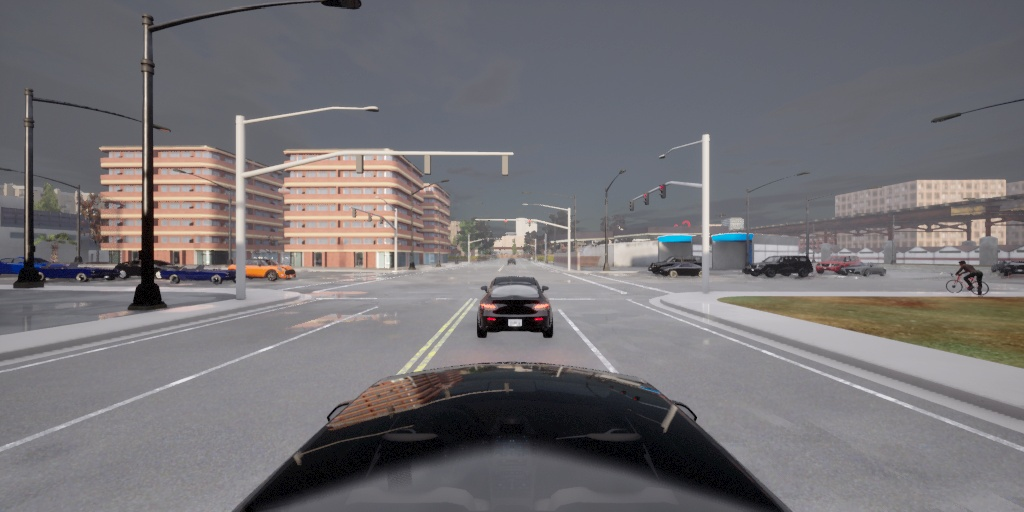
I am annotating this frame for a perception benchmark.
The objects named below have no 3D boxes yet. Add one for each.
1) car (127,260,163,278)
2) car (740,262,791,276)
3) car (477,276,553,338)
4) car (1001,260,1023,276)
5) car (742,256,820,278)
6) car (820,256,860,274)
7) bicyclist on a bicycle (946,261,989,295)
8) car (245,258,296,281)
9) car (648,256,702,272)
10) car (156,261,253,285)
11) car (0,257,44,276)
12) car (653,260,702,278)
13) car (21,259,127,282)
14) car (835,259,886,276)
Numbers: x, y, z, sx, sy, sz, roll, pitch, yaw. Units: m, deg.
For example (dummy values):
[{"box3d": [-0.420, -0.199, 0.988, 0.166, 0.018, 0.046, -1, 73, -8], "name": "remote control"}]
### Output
[{"box3d": [-28.234, 1.021, 28.172, 4.892, 1.490, 1.837, 1, 0, 1], "name": "car"}, {"box3d": [26.594, 1.314, 37.730, 4.181, 1.385, 1.994, 0, 0, -8], "name": "car"}, {"box3d": [0.075, 1.276, 10.056, 1.812, 1.442, 4.674, 0, 0, 0], "name": "car"}, {"box3d": [50.512, 1.228, 35.543, 5.008, 1.535, 1.882, 0, 0, -33], "name": "car"}, {"box3d": [25.459, 0.971, 34.071, 5.566, 2.045, 2.150, 0, 0, -5], "name": "car"}, {"box3d": [36.633, 0.971, 40.103, 5.566, 2.045, 2.150, 0, 0, -22], "name": "car"}, {"box3d": [21.913, 1.050, 17.291, 0.582, 1.620, 1.656, 0, 0, 0], "name": "bicyclist on a bicycle"}, {"box3d": [-19.458, 0.986, 28.007, 4.553, 1.767, 2.097, 1, 0, 1], "name": "car"}, {"box3d": [17.195, 0.971, 37.376, 5.566, 2.045, 2.150, 0, 0, 1], "name": "car"}, {"box3d": [-20.958, 1.220, 24.538, 4.718, 1.301, 1.895, 1, 0, 2], "name": "car"}, {"box3d": [-38.167, 0.821, 28.364, 5.008, 1.535, 1.882, 1, 0, 1], "name": "car"}, {"box3d": [16.106, 1.314, 33.943, 4.181, 1.385, 1.994, 0, 0, 0], "name": "car"}, {"box3d": [-30.072, 1.088, 24.705, 4.718, 1.301, 1.895, 1, 0, 1], "name": "car"}, {"box3d": [35.253, 1.314, 36.009, 4.181, 1.385, 1.994, 0, 0, -18], "name": "car"}]
